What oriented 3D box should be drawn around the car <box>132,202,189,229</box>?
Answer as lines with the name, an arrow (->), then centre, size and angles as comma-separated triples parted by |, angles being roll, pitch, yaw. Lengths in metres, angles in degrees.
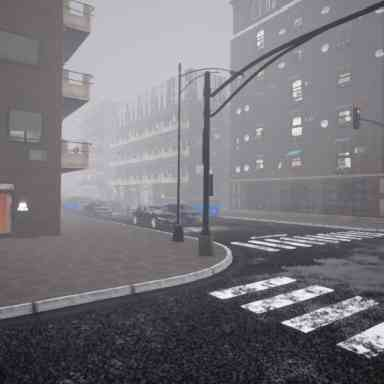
car -> -2.414, 1.540, 21.623 | 2.008, 1.369, 4.403 | 1, -1, -35

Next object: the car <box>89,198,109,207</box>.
car -> -15.043, 1.730, 53.704 | 1.802, 1.307, 4.206 | 1, -1, -35

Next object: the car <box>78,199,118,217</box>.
car -> -8.784, 1.592, 30.821 | 1.802, 1.307, 4.206 | 1, -1, -35

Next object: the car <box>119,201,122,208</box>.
car -> -11.858, 1.683, 49.106 | 1.887, 1.381, 4.507 | 1, -1, -35

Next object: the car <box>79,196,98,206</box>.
car -> -18.226, 1.597, 58.305 | 1.967, 1.590, 4.097 | 1, -1, -35

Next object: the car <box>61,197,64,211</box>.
car -> -15.152, 1.581, 40.020 | 2.008, 1.369, 4.403 | 1, -1, -35

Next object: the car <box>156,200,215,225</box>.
car -> -0.709, 1.547, 23.513 | 1.812, 1.442, 4.674 | 1, -1, -35

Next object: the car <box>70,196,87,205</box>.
car -> -21.411, 1.606, 62.904 | 1.967, 1.590, 4.097 | 1, -1, -35

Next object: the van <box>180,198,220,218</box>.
van -> 0.882, 1.439, 30.709 | 1.690, 1.788, 3.998 | 1, -1, -35

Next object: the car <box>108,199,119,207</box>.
car -> -10.182, 1.617, 37.190 | 1.994, 1.385, 4.181 | 1, -1, -35

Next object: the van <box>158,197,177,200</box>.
van -> -2.303, 1.450, 35.309 | 1.690, 1.788, 3.998 | 1, -1, -35

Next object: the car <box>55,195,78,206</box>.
car -> -18.920, 1.220, 49.978 | 2.128, 1.511, 4.902 | 1, -1, -35

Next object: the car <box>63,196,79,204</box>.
car -> -24.596, 1.614, 67.504 | 1.967, 1.590, 4.097 | 1, -1, -35

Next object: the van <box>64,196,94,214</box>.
van -> -11.966, 1.361, 35.423 | 1.690, 1.788, 3.998 | 1, -1, -35
